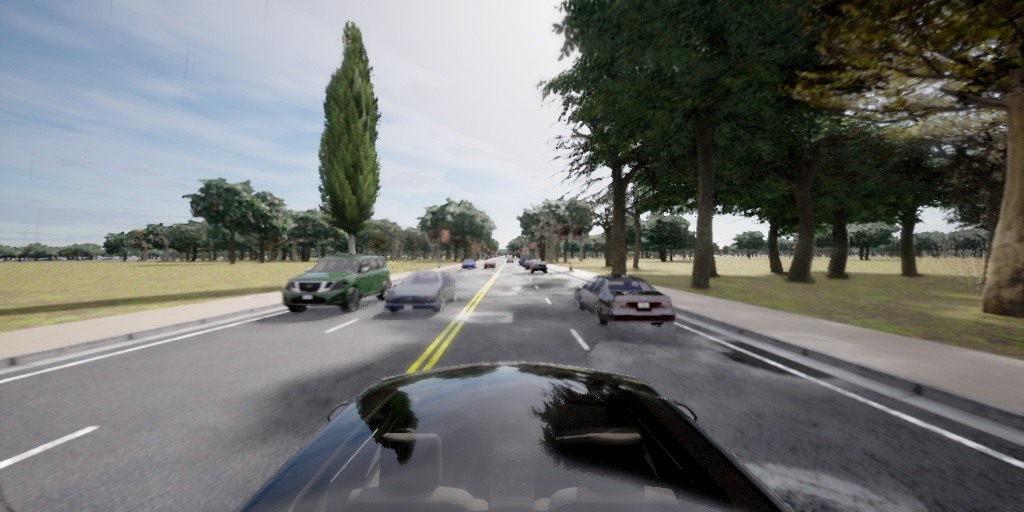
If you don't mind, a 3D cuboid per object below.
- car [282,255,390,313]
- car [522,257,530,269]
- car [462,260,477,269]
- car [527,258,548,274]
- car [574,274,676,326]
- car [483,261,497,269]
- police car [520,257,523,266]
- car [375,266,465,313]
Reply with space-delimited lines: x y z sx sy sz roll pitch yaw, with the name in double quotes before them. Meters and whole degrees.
"car" -6.610 0.981 14.352 2.150 2.045 5.566 0 0 0
"car" 3.108 1.317 53.704 2.163 1.488 4.792 0 0 0
"car" -6.707 1.296 56.541 1.882 1.535 5.008 0 0 0
"car" 3.161 1.301 42.669 1.837 1.490 4.892 0 0 0
"car" 3.346 1.303 11.634 2.033 1.411 5.357 0 0 0
"car" -3.454 1.419 56.338 1.895 1.301 4.718 0 0 0
"police car" 3.043 1.334 64.680 2.038 1.542 4.974 0 0 0
"car" -3.359 1.307 14.305 2.033 1.411 5.357 0 0 0
